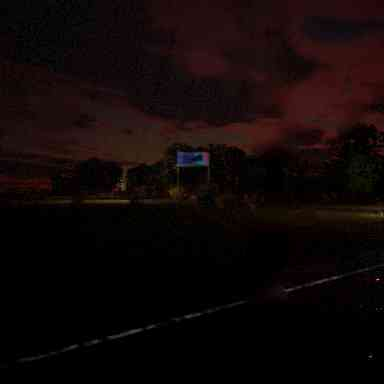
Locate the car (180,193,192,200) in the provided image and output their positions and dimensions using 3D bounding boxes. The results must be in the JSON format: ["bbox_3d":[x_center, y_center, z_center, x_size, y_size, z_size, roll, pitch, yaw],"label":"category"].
[{"bbox_3d":[-0.625,1.091,72.079,2.097,1.767,4.553,0,0,-34],"label":"car"}]

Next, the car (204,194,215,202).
[{"bbox_3d":[2.845,1.219,66.989,2.097,1.767,4.553,0,0,-34],"label":"car"}]
